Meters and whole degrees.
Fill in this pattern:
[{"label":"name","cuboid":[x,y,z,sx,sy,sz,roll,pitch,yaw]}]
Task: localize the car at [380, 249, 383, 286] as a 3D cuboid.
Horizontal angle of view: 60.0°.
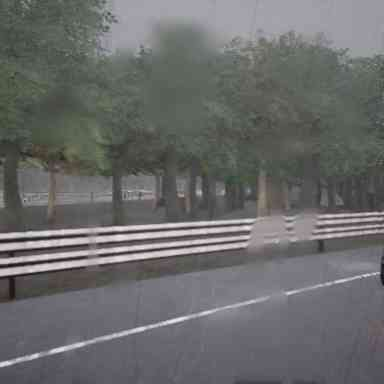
[{"label":"car","cuboid":[6.457,1.342,7.642,4.553,1.767,2.097,0,0,-31]}]
